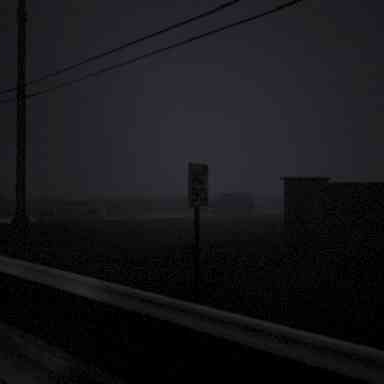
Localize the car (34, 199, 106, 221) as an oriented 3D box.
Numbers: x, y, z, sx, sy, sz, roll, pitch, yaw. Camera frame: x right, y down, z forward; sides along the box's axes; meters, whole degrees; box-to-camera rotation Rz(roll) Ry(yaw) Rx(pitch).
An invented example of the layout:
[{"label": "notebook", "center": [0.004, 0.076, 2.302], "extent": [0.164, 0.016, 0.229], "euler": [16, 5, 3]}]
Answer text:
[{"label": "car", "center": [-9.029, 1.268, 24.881], "extent": [5.008, 1.535, 1.882], "euler": [1, 0, -22]}]

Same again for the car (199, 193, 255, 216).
[{"label": "car", "center": [3.339, 1.076, 31.223], "extent": [5.566, 2.045, 2.150], "euler": [1, 0, -30]}]
